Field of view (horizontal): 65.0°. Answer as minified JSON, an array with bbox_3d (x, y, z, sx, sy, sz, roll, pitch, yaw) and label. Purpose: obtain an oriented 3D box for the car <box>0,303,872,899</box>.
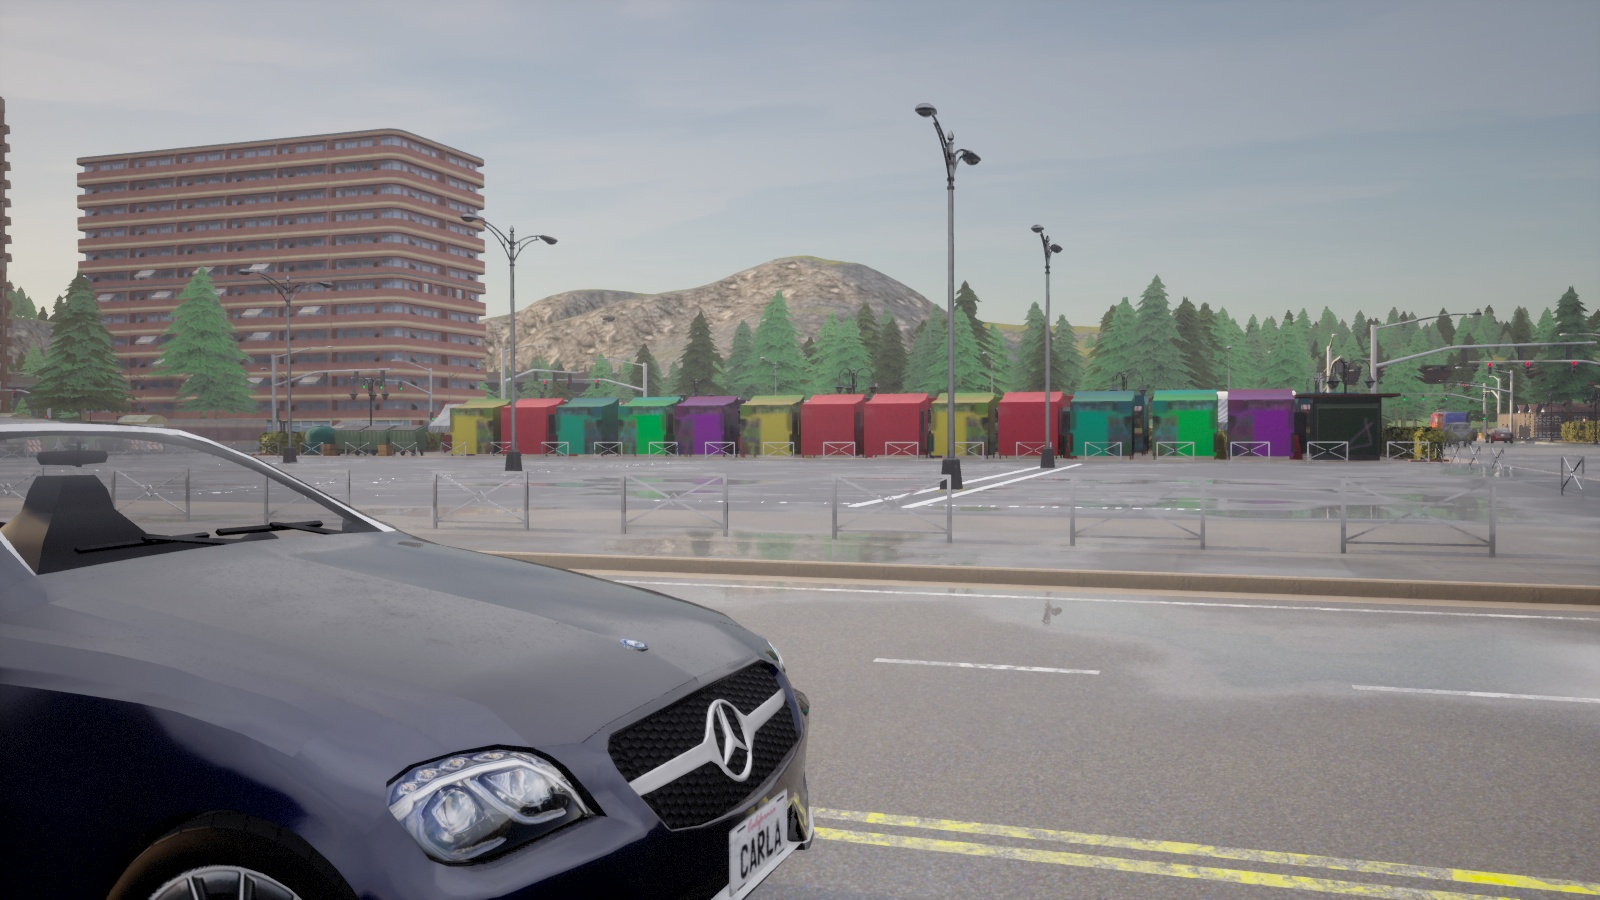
[{"bbox_3d":[-2.485,0.531,4.025,5.027,1.651,2.152,1,1,19],"label":"car"}]
